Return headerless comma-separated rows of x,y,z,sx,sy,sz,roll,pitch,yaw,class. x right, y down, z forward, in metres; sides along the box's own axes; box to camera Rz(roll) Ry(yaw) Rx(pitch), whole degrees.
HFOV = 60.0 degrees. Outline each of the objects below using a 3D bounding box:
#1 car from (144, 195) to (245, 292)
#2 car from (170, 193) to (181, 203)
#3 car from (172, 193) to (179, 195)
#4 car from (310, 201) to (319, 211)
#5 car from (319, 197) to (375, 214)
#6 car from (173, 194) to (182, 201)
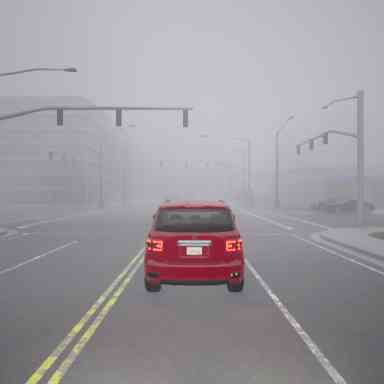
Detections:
0.057,1.221,9.054,2.150,2.045,5.566,0,0,0,car
-3.623,1.222,73.716,2.150,2.045,5.566,0,0,0,car
-3.672,1.350,54.845,2.097,1.767,4.553,0,0,0,car
16.094,1.350,38.598,4.553,1.767,2.097,0,0,0,car
16.553,1.476,35.091,5.008,1.535,1.882,0,0,0,car
-3.640,1.352,83.682,2.097,1.767,4.553,0,0,0,car
